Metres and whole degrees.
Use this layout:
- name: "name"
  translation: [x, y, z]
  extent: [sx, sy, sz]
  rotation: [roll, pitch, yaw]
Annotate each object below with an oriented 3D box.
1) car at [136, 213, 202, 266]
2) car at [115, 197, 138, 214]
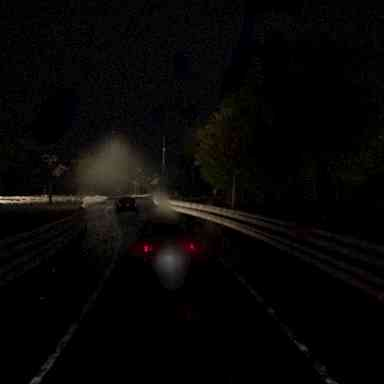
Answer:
- name: "car"
  translation: [-0.935, 1.598, 11.538]
  extent: [1.895, 1.301, 4.718]
  rotation: [0, 0, -8]
- name: "car"
  translation: [-6.771, 1.275, 34.208]
  extent: [2.097, 1.767, 4.553]
  rotation: [0, 0, -16]
